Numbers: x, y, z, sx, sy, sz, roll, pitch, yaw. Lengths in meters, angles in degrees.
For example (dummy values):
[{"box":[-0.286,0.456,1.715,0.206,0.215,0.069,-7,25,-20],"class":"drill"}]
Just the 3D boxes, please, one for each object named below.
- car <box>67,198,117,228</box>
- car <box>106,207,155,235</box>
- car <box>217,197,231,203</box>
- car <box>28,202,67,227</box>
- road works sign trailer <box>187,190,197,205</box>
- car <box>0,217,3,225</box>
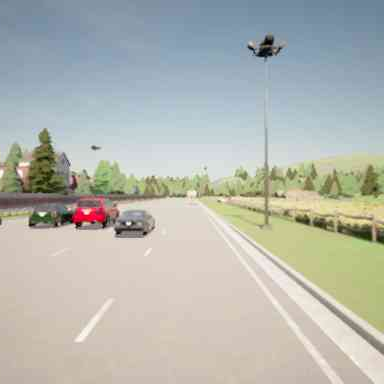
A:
[{"box":[-6.908,1.489,24.528,2.150,2.045,5.566,0,-1,0],"class":"car"},{"box":[-3.418,1.771,20.440,2.033,1.411,5.357,0,-1,0],"class":"car"},{"box":[8.909,2.217,92.355,3.866,1.878,1.905,0,-1,0],"class":"car"},{"box":[-10.411,1.626,25.220,2.097,1.767,4.553,0,-1,0],"class":"car"},{"box":[-0.011,1.370,83.358,2.380,3.560,2.880,0,-1,0],"class":"road works sign trailer"},{"box":[-13.918,1.770,20.438,2.033,1.411,5.357,0,-1,0],"class":"car"}]
